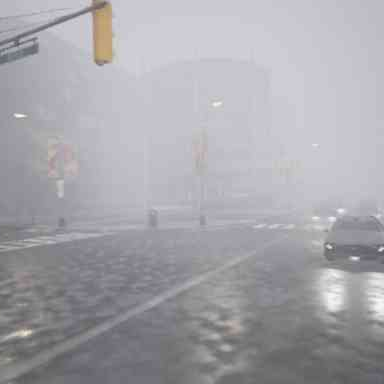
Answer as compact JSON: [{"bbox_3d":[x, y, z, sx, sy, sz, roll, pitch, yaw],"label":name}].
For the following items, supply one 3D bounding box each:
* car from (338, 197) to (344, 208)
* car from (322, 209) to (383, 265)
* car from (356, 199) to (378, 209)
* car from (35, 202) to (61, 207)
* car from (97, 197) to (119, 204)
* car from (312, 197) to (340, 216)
[{"bbox_3d":[20.675,1.537,47.867,2.128,1.511,4.902,-1,-1,21],"label":"car"},{"bbox_3d":[5.972,1.541,12.014,2.033,1.411,5.357,-2,-1,28],"label":"car"},{"bbox_3d":[18.363,1.483,34.878,1.812,1.442,4.674,-2,-1,29],"label":"car"},{"bbox_3d":[-21.273,2.327,51.046,4.674,1.452,2.002,-2,-1,28],"label":"car"},{"bbox_3d":[-20.178,2.314,79.908,5.566,2.045,2.435,-2,-1,28],"label":"car"},{"bbox_3d":[13.449,1.579,33.473,1.812,1.442,4.674,-2,-1,28],"label":"car"}]
